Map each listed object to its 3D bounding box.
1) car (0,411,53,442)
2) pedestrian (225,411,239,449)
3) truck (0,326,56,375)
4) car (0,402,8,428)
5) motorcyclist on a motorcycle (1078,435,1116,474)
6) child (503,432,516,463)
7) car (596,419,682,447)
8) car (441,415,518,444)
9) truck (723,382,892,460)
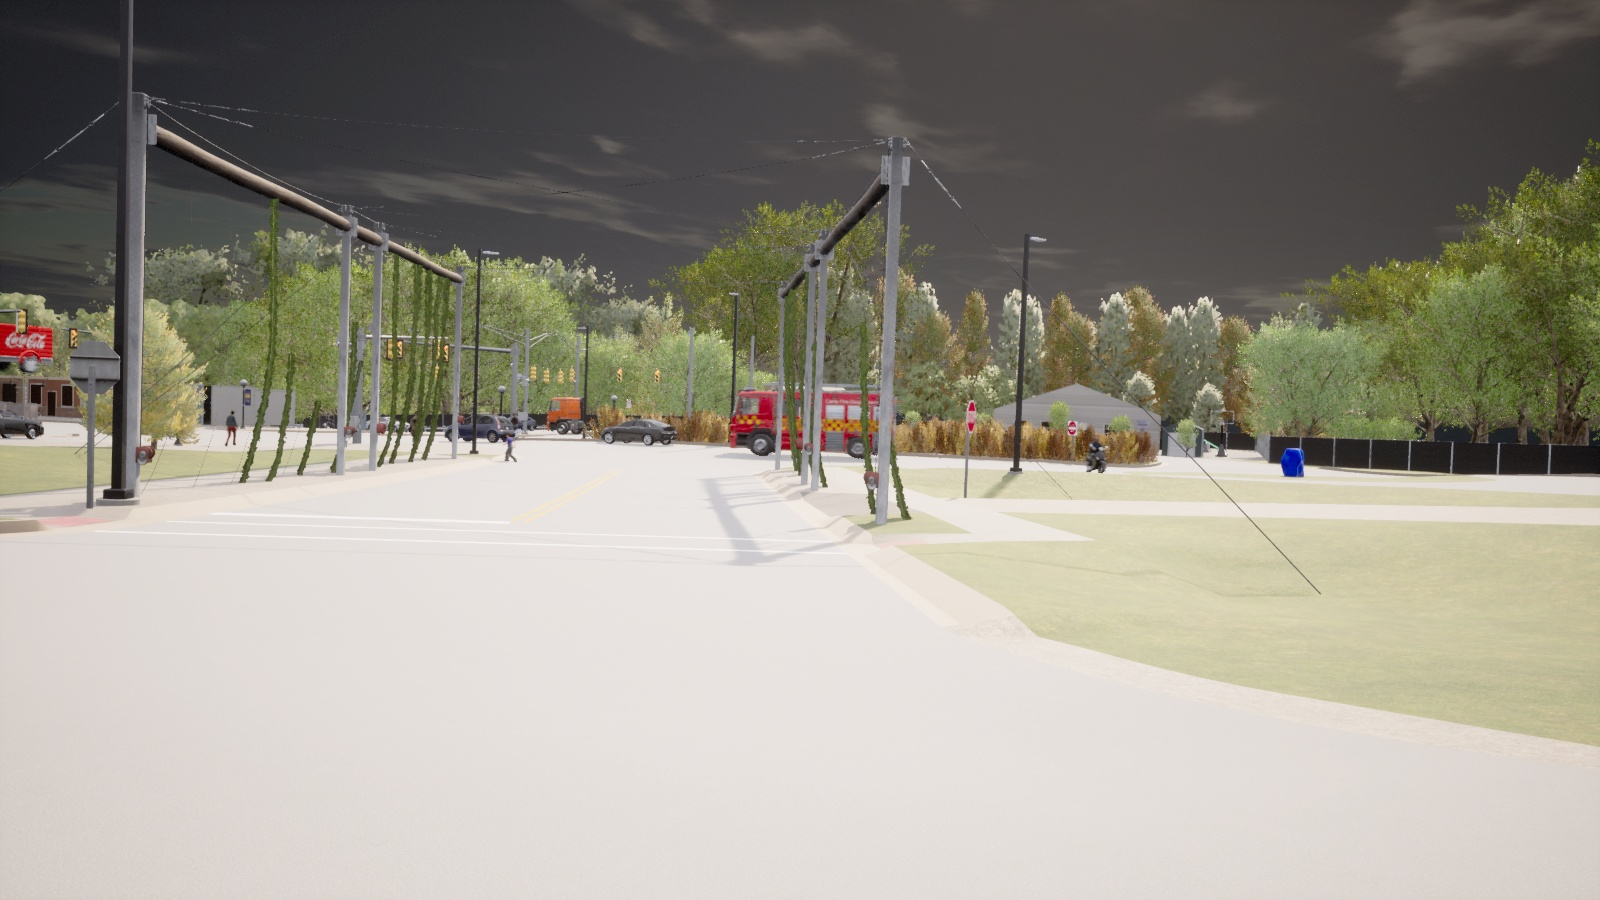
[{"bbox_3d":[-39.787,-1.176,61.955,2.128,1.511,4.902,2,1,16],"label":"car"},{"bbox_3d":[-28.019,-0.998,61.964,0.353,1.847,0.614,2,2,3],"label":"pedestrian"},{"bbox_3d":[-43.561,-5.455,67.794,2.627,2.467,5.204,5,3,21],"label":"truck"},{"bbox_3d":[-53.724,-2.289,80.727,5.027,1.651,2.152,2,2,21],"label":"car"},{"bbox_3d":[12.718,0.177,53.869,0.866,1.590,1.817,3,0,-10],"label":"motorcyclist on a motorcycle"},{"bbox_3d":[-11.851,-0.107,51.261,0.437,1.263,0.270,2,2,7],"label":"child"},{"bbox_3d":[-9.375,-1.016,72.963,4.892,1.490,1.837,2,3,31],"label":"car"},{"bbox_3d":[-18.553,-1.211,72.720,3.988,1.617,1.851,1,2,20],"label":"car"},{"bbox_3d":[0.455,-1.567,65.664,8.468,3.827,2.891,1,3,6],"label":"truck"}]
